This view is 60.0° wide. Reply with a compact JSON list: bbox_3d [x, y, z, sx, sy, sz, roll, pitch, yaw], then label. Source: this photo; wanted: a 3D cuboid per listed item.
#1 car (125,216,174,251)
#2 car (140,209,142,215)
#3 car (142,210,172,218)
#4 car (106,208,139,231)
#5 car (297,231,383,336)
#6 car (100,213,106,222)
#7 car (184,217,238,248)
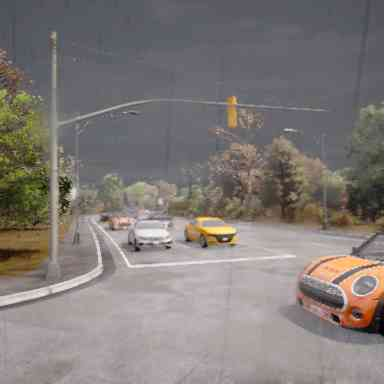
[{"bbox_3d":[-2.395,2.283,18.349,1.812,1.442,4.674,0,-2,-17],"label":"car"},{"bbox_3d":[-9.675,3.459,51.880,2.150,2.045,5.566,0,-3,-19],"label":"car"},{"bbox_3d":[-3.113,2.797,32.036,2.128,1.511,4.902,0,-2,-18],"label":"car"},{"bbox_3d":[-6.667,2.691,31.628,2.097,1.767,4.553,0,-2,-18],"label":"car"},{"bbox_3d":[4.433,1.560,6.712,4.553,1.767,2.097,0,-2,-15],"label":"car"},{"bbox_3d":[-13.018,3.863,50.843,1.895,1.301,4.718,0,-3,-19],"label":"car"},{"bbox_3d":[0.973,2.226,19.285,1.882,1.535,5.008,0,-2,-17],"label":"car"}]
